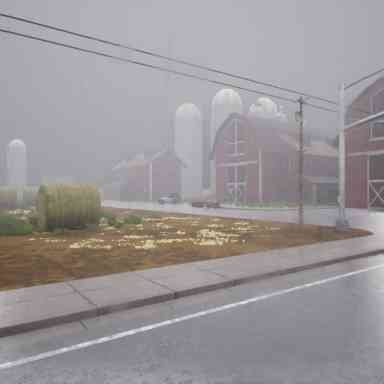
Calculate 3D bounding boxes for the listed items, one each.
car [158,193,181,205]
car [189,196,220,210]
[{"bbox_3d":[-3.919,1.118,57.685,3.866,1.878,1.905,-2,5,11],"label":"car"},{"bbox_3d":[1.547,1.325,43.491,2.097,1.767,4.553,0,0,-36],"label":"car"}]
